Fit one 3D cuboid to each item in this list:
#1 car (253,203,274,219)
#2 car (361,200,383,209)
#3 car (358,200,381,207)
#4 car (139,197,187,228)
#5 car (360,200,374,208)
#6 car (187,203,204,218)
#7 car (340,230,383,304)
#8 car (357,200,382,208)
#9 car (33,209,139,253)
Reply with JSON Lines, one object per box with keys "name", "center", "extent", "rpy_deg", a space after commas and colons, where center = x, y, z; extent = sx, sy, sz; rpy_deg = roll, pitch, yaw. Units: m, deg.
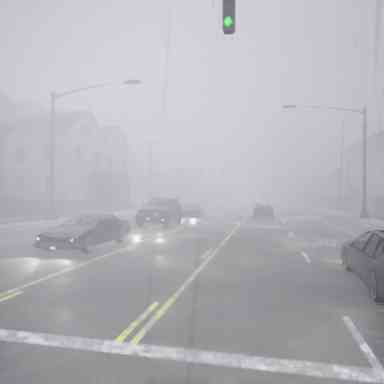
{"name": "car", "center": [7.042, 1.819, 32.802], "extent": [2.128, 1.511, 4.902], "rpy_deg": [0, -1, 12]}
{"name": "car", "center": [32.456, 2.184, 58.088], "extent": [2.038, 1.542, 4.974], "rpy_deg": [1, -1, -24]}
{"name": "car", "center": [33.486, 2.072, 62.620], "extent": [4.536, 1.218, 1.853], "rpy_deg": [1, -1, -34]}
{"name": "car", "center": [-2.231, 1.407, 24.150], "extent": [2.150, 2.045, 5.566], "rpy_deg": [0, 0, 13]}
{"name": "car", "center": [32.479, 2.026, 58.042], "extent": [1.853, 1.218, 4.536], "rpy_deg": [1, -1, -24]}
{"name": "car", "center": [-0.021, 1.847, 33.875], "extent": [1.994, 1.385, 4.181], "rpy_deg": [0, 0, 13]}
{"name": "car", "center": [5.034, 1.655, 8.143], "extent": [2.033, 1.411, 5.357], "rpy_deg": [0, -1, 14]}
{"name": "car", "center": [33.442, 2.229, 62.589], "extent": [4.974, 1.542, 2.038], "rpy_deg": [1, -1, -34]}
{"name": "car", "center": [-4.388, 1.636, 14.450], "extent": [2.033, 1.411, 5.357], "rpy_deg": [0, 0, 13]}
